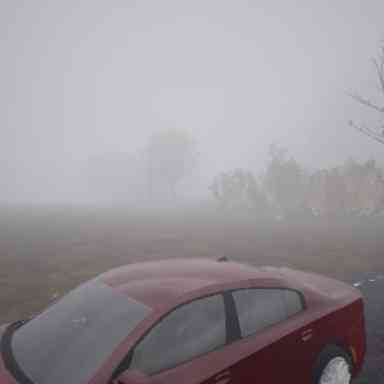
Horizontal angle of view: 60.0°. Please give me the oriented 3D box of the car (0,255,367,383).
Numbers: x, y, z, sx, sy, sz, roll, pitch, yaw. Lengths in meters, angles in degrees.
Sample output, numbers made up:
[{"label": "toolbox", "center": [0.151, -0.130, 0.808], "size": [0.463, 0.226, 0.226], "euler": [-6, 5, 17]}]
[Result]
[{"label": "car", "center": [-0.335, 1.468, 3.142], "size": [5.008, 1.535, 1.882], "euler": [0, 0, -36]}]
